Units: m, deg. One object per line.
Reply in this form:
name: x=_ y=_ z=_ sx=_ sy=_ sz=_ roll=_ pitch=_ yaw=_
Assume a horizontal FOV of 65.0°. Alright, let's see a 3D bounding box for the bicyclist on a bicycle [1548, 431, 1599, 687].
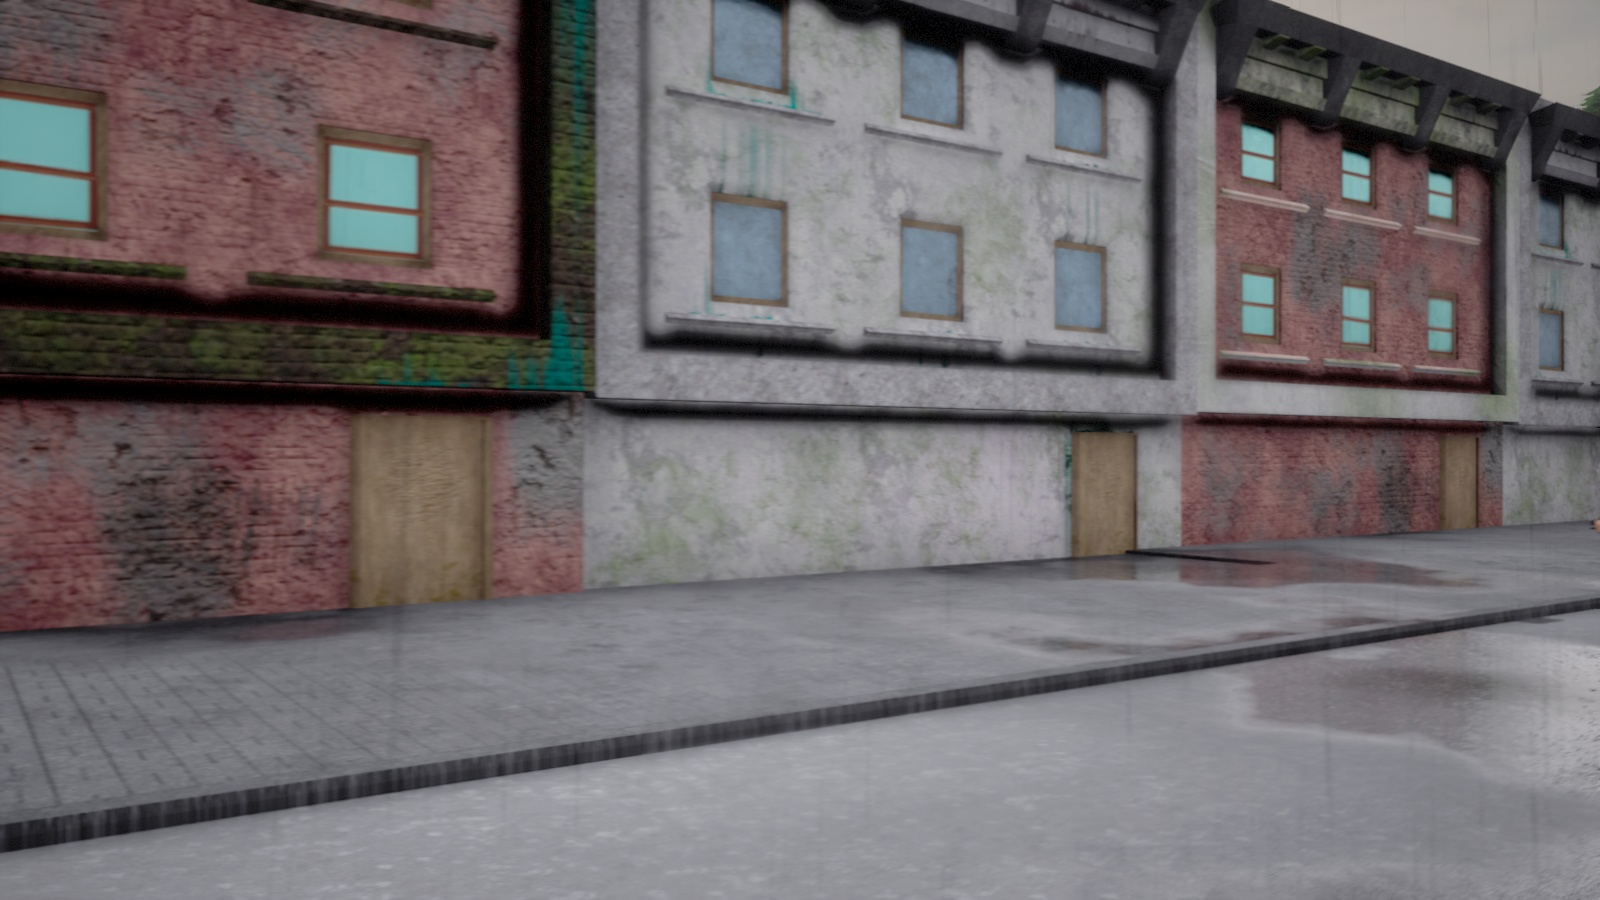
bicyclist on a bicycle: x=5.745 y=0.687 z=8.256 sx=1.509 sy=1.612 sz=0.866 roll=0 pitch=0 yaw=-35
